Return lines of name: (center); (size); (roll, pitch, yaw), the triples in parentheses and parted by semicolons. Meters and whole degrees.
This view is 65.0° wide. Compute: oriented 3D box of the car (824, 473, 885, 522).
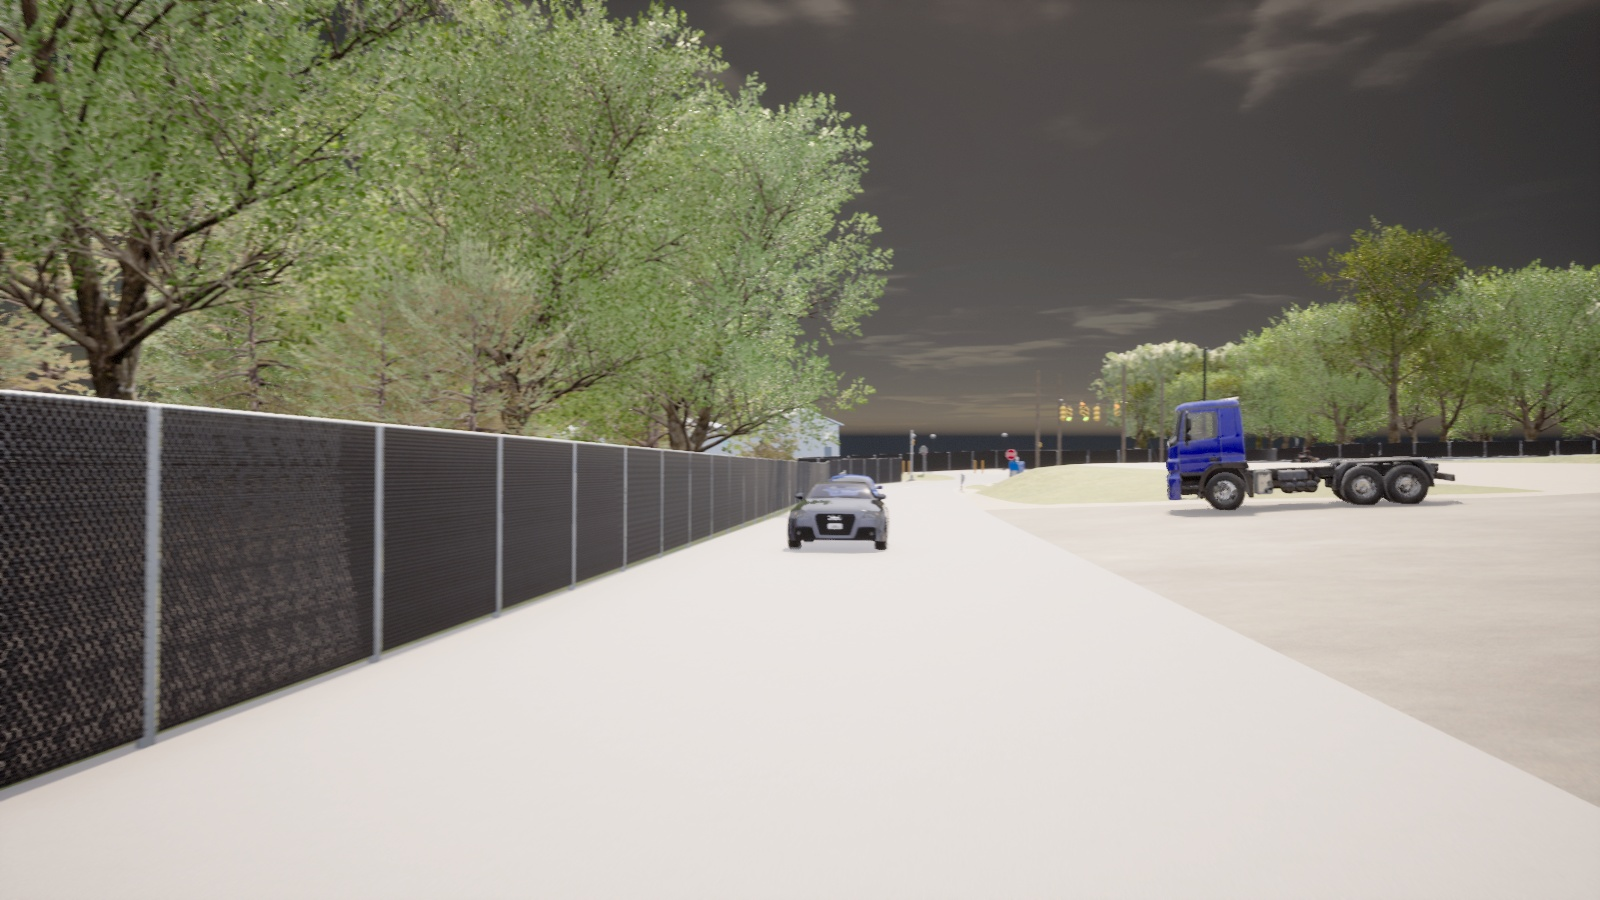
car: (1.799, 1.569, 42.624); (1.882, 1.535, 5.008); (0, -1, 0)

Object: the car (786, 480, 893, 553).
car: (0.917, 1.349, 26.606); (1.994, 1.385, 4.181); (0, -1, 6)

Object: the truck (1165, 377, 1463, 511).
truck: (15.398, -0.145, 38.323); (7.936, 3.462, 2.891); (-4, 0, 16)
